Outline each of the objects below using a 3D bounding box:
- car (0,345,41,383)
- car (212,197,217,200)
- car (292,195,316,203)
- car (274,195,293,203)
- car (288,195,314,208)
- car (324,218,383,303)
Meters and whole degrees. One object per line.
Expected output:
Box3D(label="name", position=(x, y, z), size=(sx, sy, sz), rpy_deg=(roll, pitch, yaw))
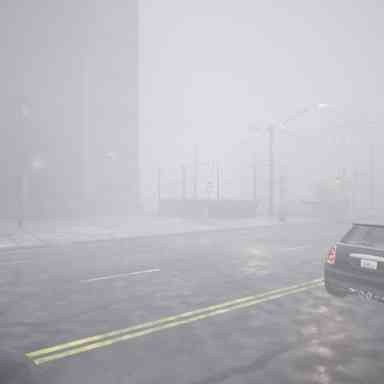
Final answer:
Box3D(label="car", position=(-3.187, 1.526, 1.488), size=(4.674, 1.442, 1.812), rpy_deg=(0, 0, -36))
Box3D(label="car", position=(4.259, 1.575, 60.449), size=(4.718, 1.301, 1.895), rpy_deg=(0, 0, -36))
Box3D(label="car", position=(21.907, 1.420, 64.929), size=(4.674, 1.452, 2.002), rpy_deg=(0, 0, -36))
Box3D(label="car", position=(19.002, 1.452, 68.932), size=(3.806, 1.475, 1.970), rpy_deg=(0, 0, -36))
Box3D(label="car", position=(14.988, 1.254, 45.871), size=(4.553, 1.767, 2.185), rpy_deg=(0, 0, -36))
Box3D(label="car", position=(5.001, 1.352, 7.357), size=(4.553, 1.767, 2.097), rpy_deg=(0, 0, -35))
